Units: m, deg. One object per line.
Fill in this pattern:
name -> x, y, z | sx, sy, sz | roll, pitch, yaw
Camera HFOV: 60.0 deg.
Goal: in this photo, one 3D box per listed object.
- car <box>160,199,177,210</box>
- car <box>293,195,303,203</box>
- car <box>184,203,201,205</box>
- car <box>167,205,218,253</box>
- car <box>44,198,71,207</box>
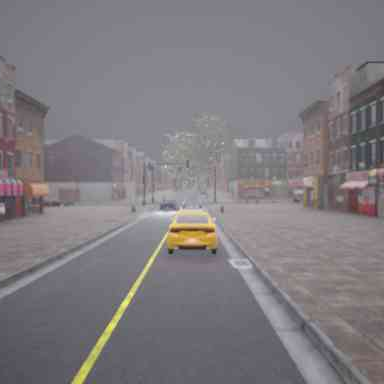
car -> -2.764, 1.451, 39.742 | 1.895, 1.301, 4.718 | 0, 1, 0
car -> 17.206, 1.021, 49.489 | 4.313, 1.339, 1.947 | -1, 1, 0
car -> 0.021, 1.607, 28.198 | 1.895, 1.301, 4.718 | 0, 1, 1
car -> 0.032, 1.553, 14.234 | 1.882, 1.535, 5.008 | 0, 0, 1
car -> -20.377, 1.558, 49.352 | 4.507, 1.381, 1.887 | -1, 1, 0
